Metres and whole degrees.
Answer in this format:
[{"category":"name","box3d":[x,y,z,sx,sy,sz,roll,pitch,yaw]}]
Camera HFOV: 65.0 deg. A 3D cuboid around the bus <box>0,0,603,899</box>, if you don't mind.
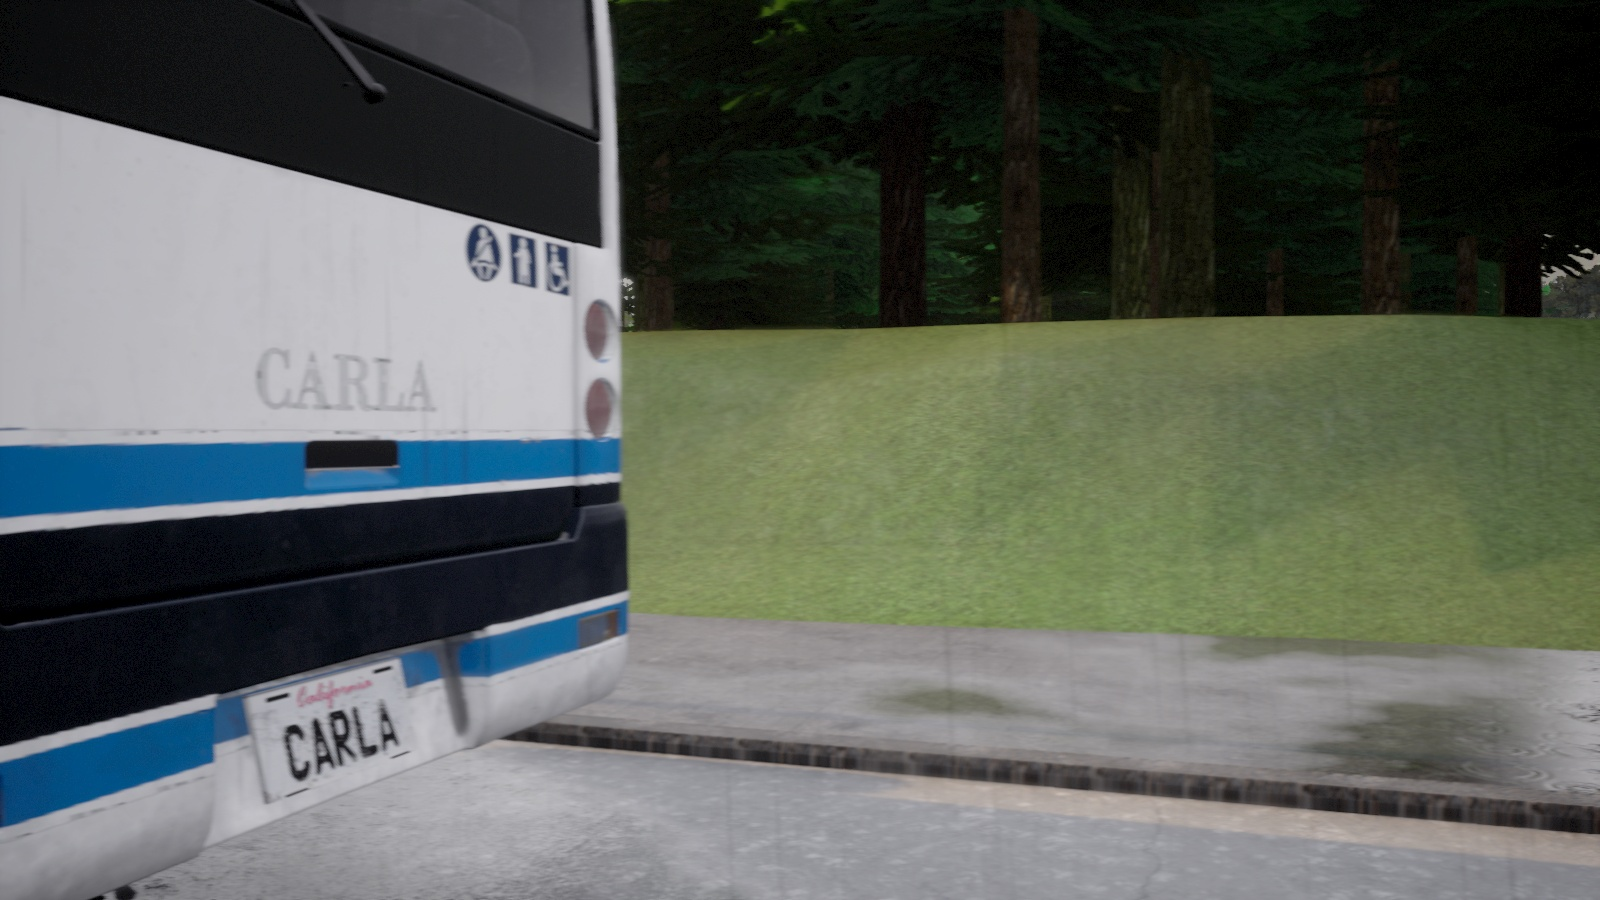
[{"category":"bus","box3d":[-6.367,-0.663,5.553,10.273,4.253,3.944,1,1,21]}]
